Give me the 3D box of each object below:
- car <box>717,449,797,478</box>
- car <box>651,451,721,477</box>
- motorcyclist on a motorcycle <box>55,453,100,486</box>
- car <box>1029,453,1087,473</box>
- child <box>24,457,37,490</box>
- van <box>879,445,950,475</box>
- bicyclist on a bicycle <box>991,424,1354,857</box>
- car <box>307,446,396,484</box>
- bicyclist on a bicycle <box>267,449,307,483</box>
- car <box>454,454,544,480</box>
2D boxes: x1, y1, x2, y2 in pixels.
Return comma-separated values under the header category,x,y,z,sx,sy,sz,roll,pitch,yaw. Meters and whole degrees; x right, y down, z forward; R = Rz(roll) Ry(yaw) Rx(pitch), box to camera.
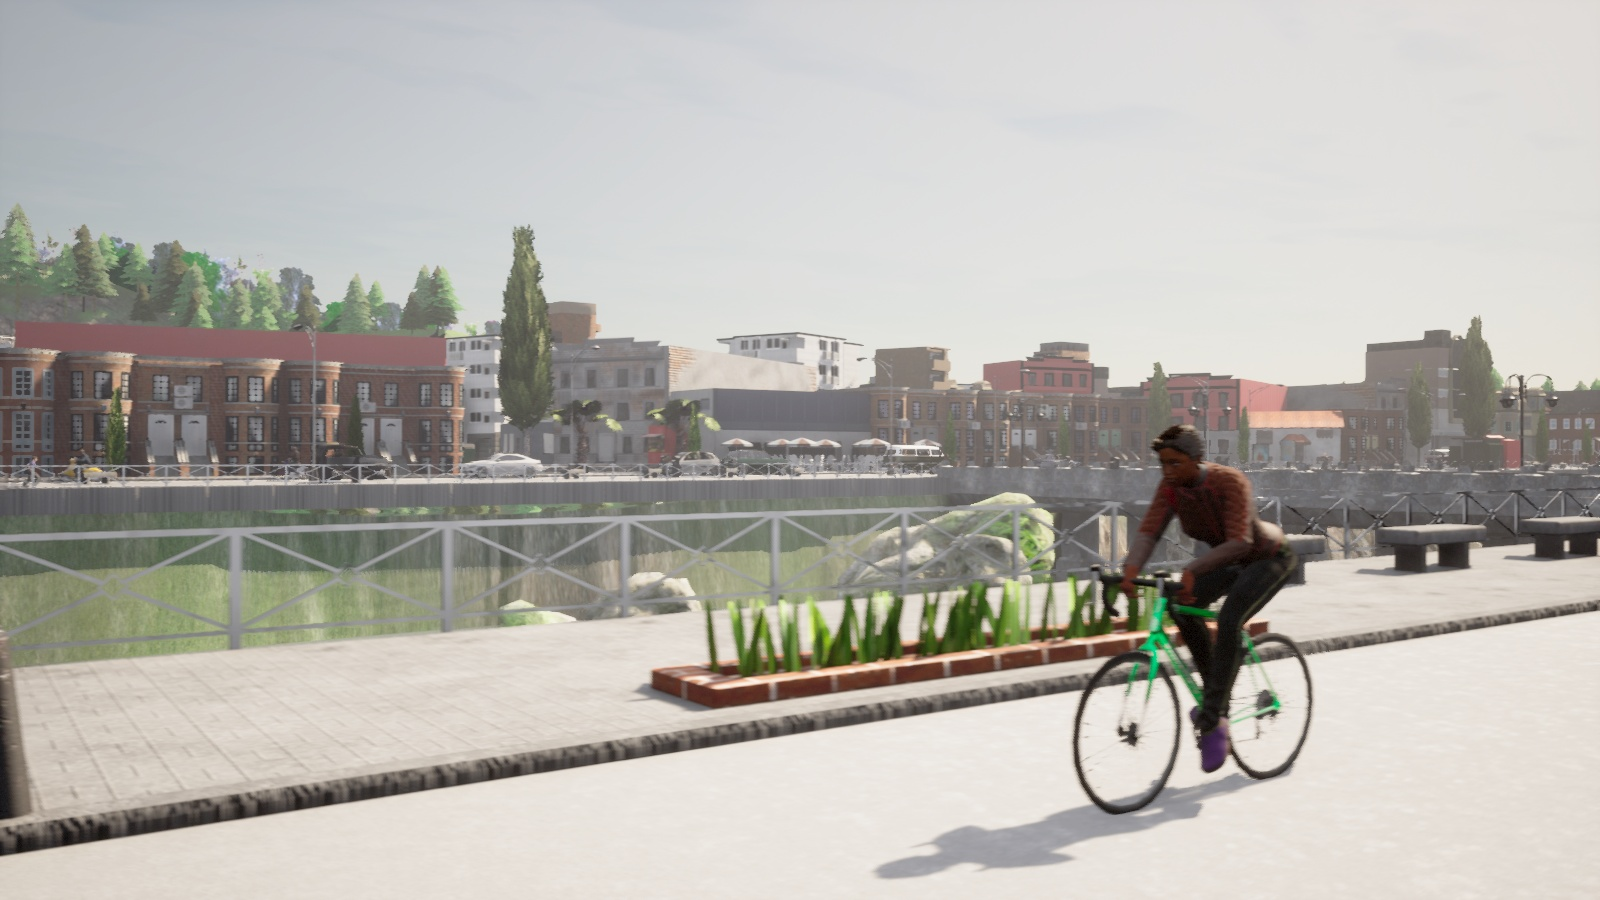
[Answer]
category,x,y,z,sx,sy,sz,roll,pitch,yaw
car,-2.656,0.799,77.563,4.553,1.767,2.097,0,0,-35
car,-7.196,0.853,79.273,3.988,1.617,1.851,0,0,-35
motorcyclist on a motorcycle,-34.611,0.919,60.180,1.817,1.590,0.866,0,0,-35
car,19.024,0.945,92.661,4.193,1.474,1.816,0,0,-35
child,-29.875,0.917,48.764,0.437,1.263,0.270,0,0,-34
van,7.717,0.660,84.788,4.480,2.038,2.069,0,0,-35
bicyclist on a bicycle,1.637,0.707,5.408,1.656,1.620,0.582,0,0,-35
car,-22.702,0.745,63.601,3.866,1.878,1.905,0,0,-35
bicyclist on a bicycle,-26.790,0.833,65.627,1.843,1.776,0.659,0,0,-35
car,-17.308,0.984,72.231,4.674,1.442,1.812,0,0,-35
